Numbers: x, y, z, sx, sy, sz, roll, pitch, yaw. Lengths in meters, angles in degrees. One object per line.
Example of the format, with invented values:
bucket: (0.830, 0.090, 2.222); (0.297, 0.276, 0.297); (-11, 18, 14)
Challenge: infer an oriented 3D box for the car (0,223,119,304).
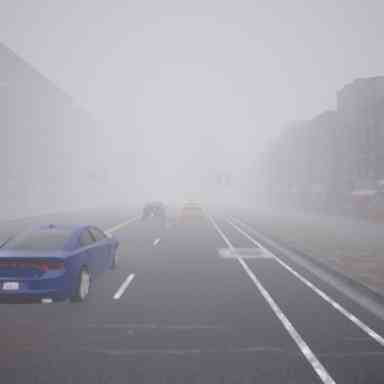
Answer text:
car: (-3.153, 1.493, 8.280); (1.882, 1.535, 5.008); (0, 0, 0)

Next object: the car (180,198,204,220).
car: (-0.002, 1.546, 29.192); (1.882, 1.535, 5.008); (0, 0, 0)

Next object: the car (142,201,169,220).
car: (-3.155, 1.560, 28.822); (1.837, 1.490, 4.892); (0, 0, 0)
